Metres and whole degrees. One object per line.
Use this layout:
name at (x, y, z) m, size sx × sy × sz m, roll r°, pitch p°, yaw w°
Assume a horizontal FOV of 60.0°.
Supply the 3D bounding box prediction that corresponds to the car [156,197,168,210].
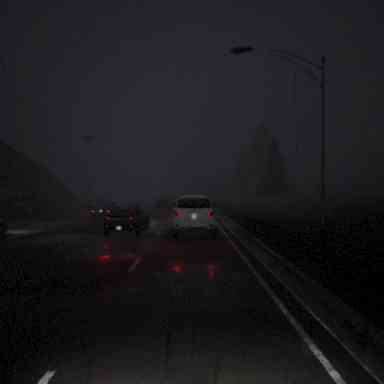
car at (-3.408, 1.401, 40.715) m, size 1.882 × 1.535 × 5.008 m, roll 0°, pitch 0°, yaw 0°

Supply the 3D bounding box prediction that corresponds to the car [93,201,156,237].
car at (-3.404, 1.458, 17.879) m, size 2.128 × 1.511 × 4.902 m, roll 0°, pitch 0°, yaw 0°

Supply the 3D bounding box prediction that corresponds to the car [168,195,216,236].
car at (0.097, 1.187, 18.134) m, size 2.150 × 2.045 × 5.566 m, roll 0°, pitch 0°, yaw 0°

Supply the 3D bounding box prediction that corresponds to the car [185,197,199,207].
car at (-0.002, 1.434, 48.669) m, size 1.812 × 1.442 × 4.674 m, roll 0°, pitch 0°, yaw -3°

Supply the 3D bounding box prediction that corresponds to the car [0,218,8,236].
car at (-10.403, 1.497, 15.242) m, size 1.812 × 1.442 × 4.674 m, roll 0°, pitch 0°, yaw 0°

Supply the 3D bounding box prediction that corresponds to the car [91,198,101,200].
car at (-10.406, 1.420, 37.666) m, size 2.128 × 1.511 × 4.902 m, roll 0°, pitch 0°, yaw 0°

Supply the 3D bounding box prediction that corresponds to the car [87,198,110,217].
car at (-6.904, 1.495, 27.692) m, size 2.033 × 1.411 × 5.357 m, roll 0°, pitch 0°, yaw 0°
